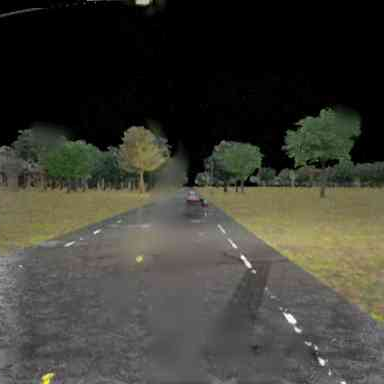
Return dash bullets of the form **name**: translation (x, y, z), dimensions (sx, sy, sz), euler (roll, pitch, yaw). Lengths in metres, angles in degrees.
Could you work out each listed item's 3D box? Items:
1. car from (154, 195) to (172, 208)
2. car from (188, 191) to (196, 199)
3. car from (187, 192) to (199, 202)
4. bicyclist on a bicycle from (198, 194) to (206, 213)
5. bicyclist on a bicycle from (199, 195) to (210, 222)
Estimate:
- **car**: translation (-3.582, 1.169, 41.680), dimensions (1.837, 1.490, 4.892), euler (0, 1, 0)
- **car**: translation (0.013, 0.628, 73.945), dimensions (1.882, 1.535, 5.008), euler (0, 1, 0)
- **car**: translation (0.106, 1.022, 56.095), dimensions (1.994, 1.385, 4.181), euler (0, 1, 0)
- **bicyclist on a bicycle**: translation (0.965, 1.151, 32.798), dimensions (0.659, 1.776, 1.843), euler (0, 1, 0)
- **bicyclist on a bicycle**: translation (0.964, 1.268, 23.833), dimensions (0.659, 1.776, 1.843), euler (0, 1, 0)
